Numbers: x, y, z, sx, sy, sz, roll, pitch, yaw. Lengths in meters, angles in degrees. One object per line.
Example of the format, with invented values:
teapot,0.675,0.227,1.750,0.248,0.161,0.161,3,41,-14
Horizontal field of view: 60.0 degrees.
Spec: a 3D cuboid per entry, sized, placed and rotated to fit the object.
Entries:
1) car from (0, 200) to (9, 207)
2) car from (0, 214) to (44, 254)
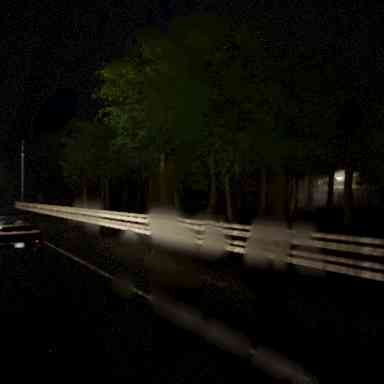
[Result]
car,-40.106,2.436,69.694,2.033,1.411,5.357,0,-1,-14
car,-7.435,1.669,13.637,2.128,1.511,4.902,1,-1,-35
